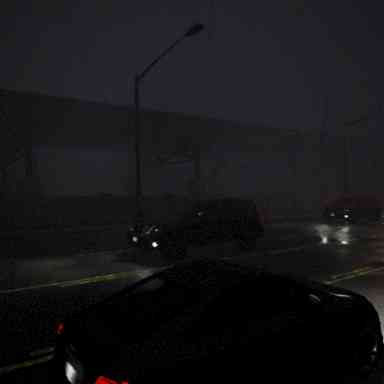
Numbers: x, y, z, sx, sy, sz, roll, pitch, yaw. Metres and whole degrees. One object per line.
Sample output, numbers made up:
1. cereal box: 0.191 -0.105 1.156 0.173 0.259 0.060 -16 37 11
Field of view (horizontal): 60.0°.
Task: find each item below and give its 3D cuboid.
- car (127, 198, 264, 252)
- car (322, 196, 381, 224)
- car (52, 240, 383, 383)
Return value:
1. car: 0.331 1.245 12.824 5.566 2.045 2.150 0 0 -35
2. car: 12.441 1.302 25.749 5.566 2.045 2.150 0 0 -35
3. car: 0.545 1.573 4.131 4.181 1.385 1.994 0 0 -36
